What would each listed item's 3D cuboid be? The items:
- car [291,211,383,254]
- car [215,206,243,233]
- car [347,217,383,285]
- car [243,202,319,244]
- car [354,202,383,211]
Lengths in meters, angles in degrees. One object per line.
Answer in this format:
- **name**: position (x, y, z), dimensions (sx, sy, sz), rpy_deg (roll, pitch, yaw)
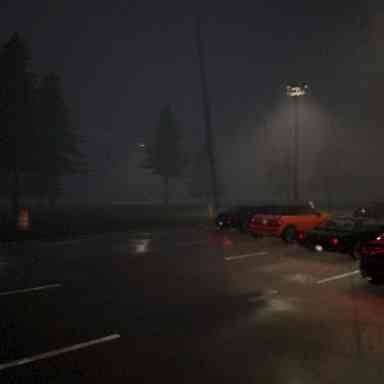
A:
- **car**: position (6.076, 1.586, 12.425), dimensions (4.718, 1.301, 1.895), rpy_deg (0, 0, -35)
- **car**: position (3.408, 1.509, 19.352), dimensions (4.674, 1.442, 1.812), rpy_deg (0, 0, -37)
- **car**: position (6.149, 1.466, 8.202), dimensions (5.008, 1.535, 1.882), rpy_deg (0, 0, -35)
- **car**: position (4.953, 1.335, 15.916), dimensions (4.553, 1.767, 2.097), rpy_deg (0, 0, -35)
- **car**: position (15.567, 1.529, 28.161), dimensions (4.181, 1.385, 1.994), rpy_deg (0, 0, -35)
